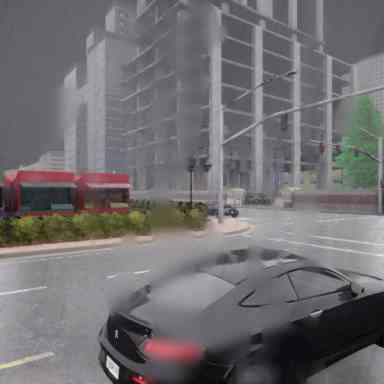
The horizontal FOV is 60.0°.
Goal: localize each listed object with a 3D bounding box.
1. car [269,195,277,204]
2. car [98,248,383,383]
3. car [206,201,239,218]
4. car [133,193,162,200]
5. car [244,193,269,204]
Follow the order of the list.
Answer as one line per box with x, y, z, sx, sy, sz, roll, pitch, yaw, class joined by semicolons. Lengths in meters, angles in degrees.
13.210;1.114;59.359;1.905;1.878;3.866;0;0;-36;car
1.105;1.526;4.573;4.674;1.442;1.812;0;0;-35;car
2.184;1.508;29.247;1.994;1.385;4.181;0;0;-36;car
-5.039;1.158;39.188;2.150;2.045;5.566;0;1;-36;car
10.822;1.114;57.643;1.905;1.878;3.866;0;0;-36;car
